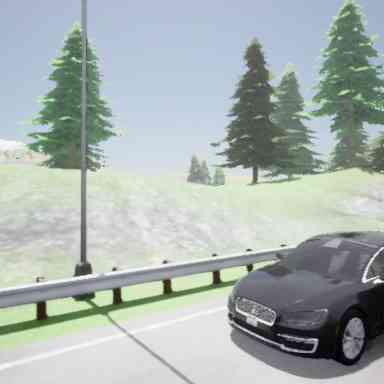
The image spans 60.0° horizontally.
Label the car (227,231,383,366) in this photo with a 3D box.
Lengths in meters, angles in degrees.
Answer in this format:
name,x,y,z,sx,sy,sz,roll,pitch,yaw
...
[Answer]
name,x,y,z,sx,sy,sz,roll,pitch,yaw
car,2.820,1.511,5.914,4.892,1.490,1.837,0,0,-34
